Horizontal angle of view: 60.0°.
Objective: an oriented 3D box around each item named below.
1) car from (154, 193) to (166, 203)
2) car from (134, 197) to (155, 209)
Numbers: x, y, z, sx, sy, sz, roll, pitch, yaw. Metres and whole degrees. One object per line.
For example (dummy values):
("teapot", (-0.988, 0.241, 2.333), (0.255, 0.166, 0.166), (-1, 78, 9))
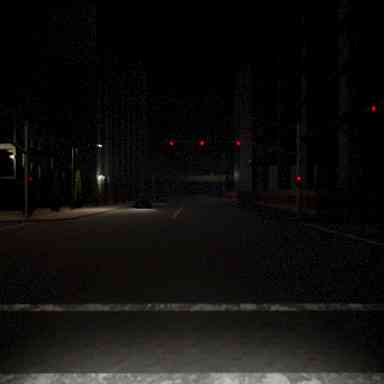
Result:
("car", (-6.697, 1.236, 69.406), (2.150, 2.045, 5.566), (0, 0, 0))
("car", (-6.794, 1.593, 46.076), (1.994, 1.385, 4.181), (0, 0, 0))
